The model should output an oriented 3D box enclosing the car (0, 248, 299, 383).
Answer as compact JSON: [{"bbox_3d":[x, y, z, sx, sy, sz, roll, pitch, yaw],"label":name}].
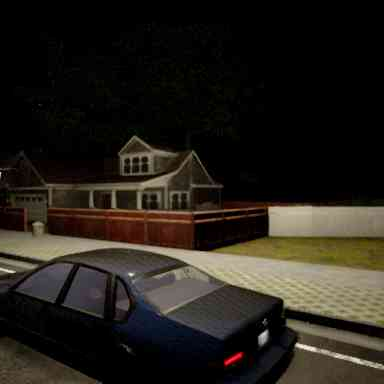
[{"bbox_3d":[-1.296,1.587,4.914,5.357,1.411,2.033,-1,0,35],"label":"car"}]
